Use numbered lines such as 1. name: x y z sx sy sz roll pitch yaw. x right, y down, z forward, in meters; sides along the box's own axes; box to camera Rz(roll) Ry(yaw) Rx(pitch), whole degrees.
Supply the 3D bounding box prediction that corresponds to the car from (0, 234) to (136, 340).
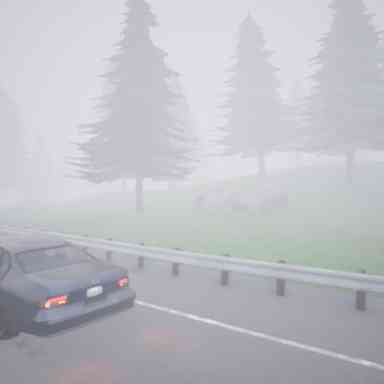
1. car: -3.499 1.581 6.617 5.357 1.411 2.033 0 0 37
